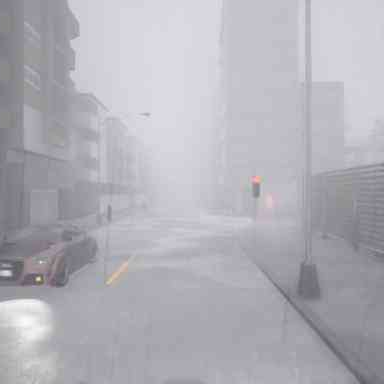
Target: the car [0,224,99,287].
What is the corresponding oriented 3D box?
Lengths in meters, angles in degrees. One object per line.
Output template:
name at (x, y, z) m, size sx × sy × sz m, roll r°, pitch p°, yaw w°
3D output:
car at (-4.056, 1.599, 9.258) m, size 1.994 × 1.385 × 4.181 m, roll 0°, pitch 0°, yaw 0°
